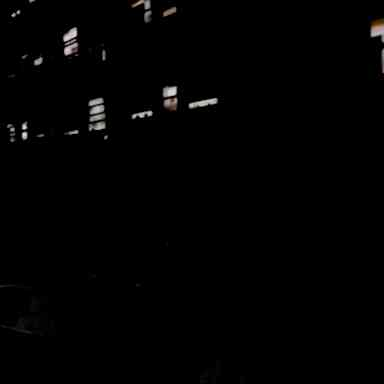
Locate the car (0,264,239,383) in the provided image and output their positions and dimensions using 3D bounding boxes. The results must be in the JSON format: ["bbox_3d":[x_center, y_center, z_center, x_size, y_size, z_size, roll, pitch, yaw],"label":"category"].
[{"bbox_3d":[-1.536,1.568,3.974,4.313,1.339,1.947,0,0,35],"label":"car"}]
